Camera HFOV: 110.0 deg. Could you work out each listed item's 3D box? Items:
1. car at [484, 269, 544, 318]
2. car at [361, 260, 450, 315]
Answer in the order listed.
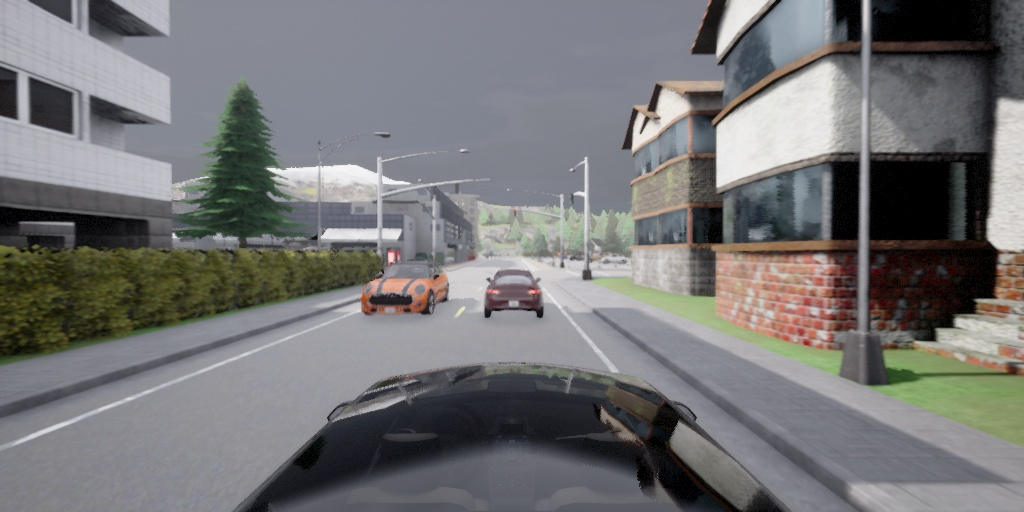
[{"bbox_3d":[0.057,1.161,12.348,1.812,1.442,4.674,0,0,0],"label":"car"},{"bbox_3d":[-3.572,0.981,12.786,2.097,1.767,4.553,0,1,0],"label":"car"}]
